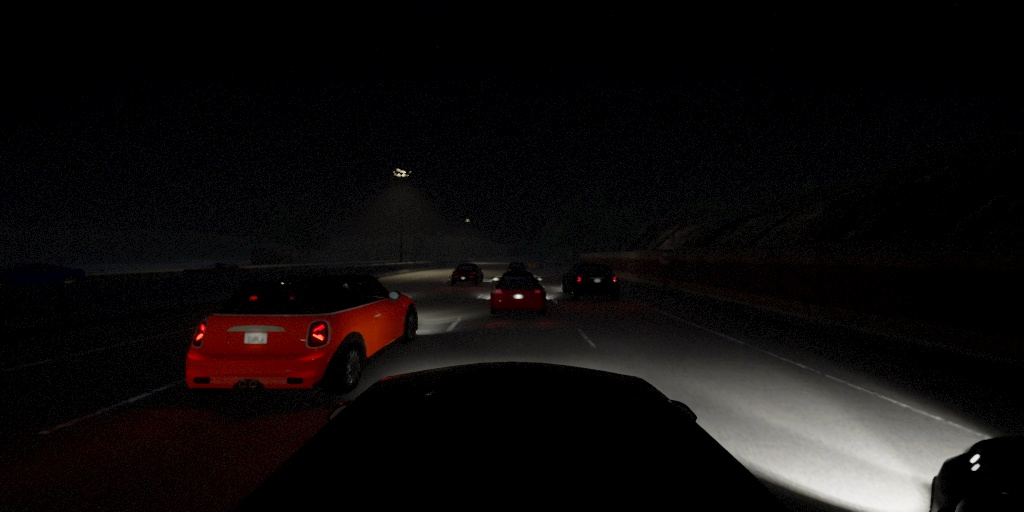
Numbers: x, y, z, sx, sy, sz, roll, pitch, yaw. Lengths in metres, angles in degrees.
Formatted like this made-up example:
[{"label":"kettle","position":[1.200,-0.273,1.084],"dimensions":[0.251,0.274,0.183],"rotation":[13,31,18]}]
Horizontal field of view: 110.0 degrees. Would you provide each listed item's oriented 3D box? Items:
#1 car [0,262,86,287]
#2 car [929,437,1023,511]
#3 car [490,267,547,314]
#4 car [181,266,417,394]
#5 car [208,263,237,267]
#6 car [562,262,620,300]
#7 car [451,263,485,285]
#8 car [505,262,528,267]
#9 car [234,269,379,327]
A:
[{"label":"car","position":[-27.898,1.143,20.478],"dimensions":[1.882,1.535,5.008],"rotation":[0,0,1]},{"label":"car","position":[3.667,1.324,0.492],"dimensions":[1.994,1.385,4.181],"rotation":[0,0,-1]},{"label":"car","position":[0.227,1.306,13.809],"dimensions":[1.994,1.385,4.181],"rotation":[0,0,1]},{"label":"car","position":[-3.327,1.090,6.793],"dimensions":[2.097,1.767,4.553],"rotation":[0,0,0]},{"label":"car","position":[-24.249,1.269,29.570],"dimensions":[1.895,1.301,4.718],"rotation":[0,0,1]},{"label":"car","position":[3.767,1.100,17.838],"dimensions":[2.097,1.767,4.553],"rotation":[0,0,1]},{"label":"car","position":[-3.150,1.251,25.654],"dimensions":[1.812,1.442,4.674],"rotation":[0,0,1]},{"label":"car","position":[0.411,1.256,31.274],"dimensions":[1.812,1.442,4.674],"rotation":[0,0,1]},{"label":"car","position":[-6.793,1.272,12.766],"dimensions":[2.033,1.411,5.357],"rotation":[0,0,1]}]
